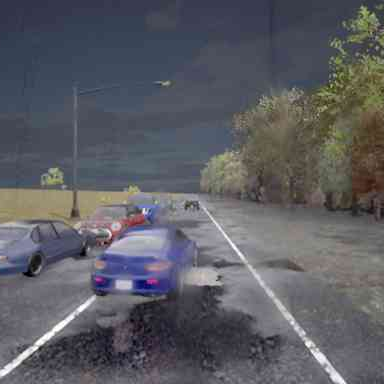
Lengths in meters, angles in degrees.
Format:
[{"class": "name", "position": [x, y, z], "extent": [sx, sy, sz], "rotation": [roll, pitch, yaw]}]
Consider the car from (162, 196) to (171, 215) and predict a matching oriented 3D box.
[{"class": "car", "position": [-3.623, 1.387, 34.209], "extent": [2.097, 1.767, 4.553], "rotation": [0, 0, 0]}]

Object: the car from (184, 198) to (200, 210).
[{"class": "car", "position": [0.011, 1.546, 43.901], "extent": [1.837, 1.490, 4.892], "rotation": [0, 0, 0]}]

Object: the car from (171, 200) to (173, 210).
[{"class": "car", "position": [-3.631, 1.393, 44.215], "extent": [2.097, 1.767, 4.553], "rotation": [0, 0, 0]}]

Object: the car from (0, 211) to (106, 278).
[{"class": "car", "position": [-4.790, 1.560, 10.225], "extent": [2.033, 1.411, 5.357], "rotation": [0, 0, 8]}]

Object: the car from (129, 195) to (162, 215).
[{"class": "car", "position": [-3.625, 1.248, 24.204], "extent": [2.150, 2.045, 5.566], "rotation": [0, 0, -1]}]

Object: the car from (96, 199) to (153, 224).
[{"class": "car", "position": [-3.497, 1.369, 14.959], "extent": [2.097, 1.767, 4.553], "rotation": [0, 0, 8]}]

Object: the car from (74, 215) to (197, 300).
[{"class": "car", "position": [-0.963, 1.538, 8.363], "extent": [1.812, 1.442, 4.674], "rotation": [1, 0, 7]}]
